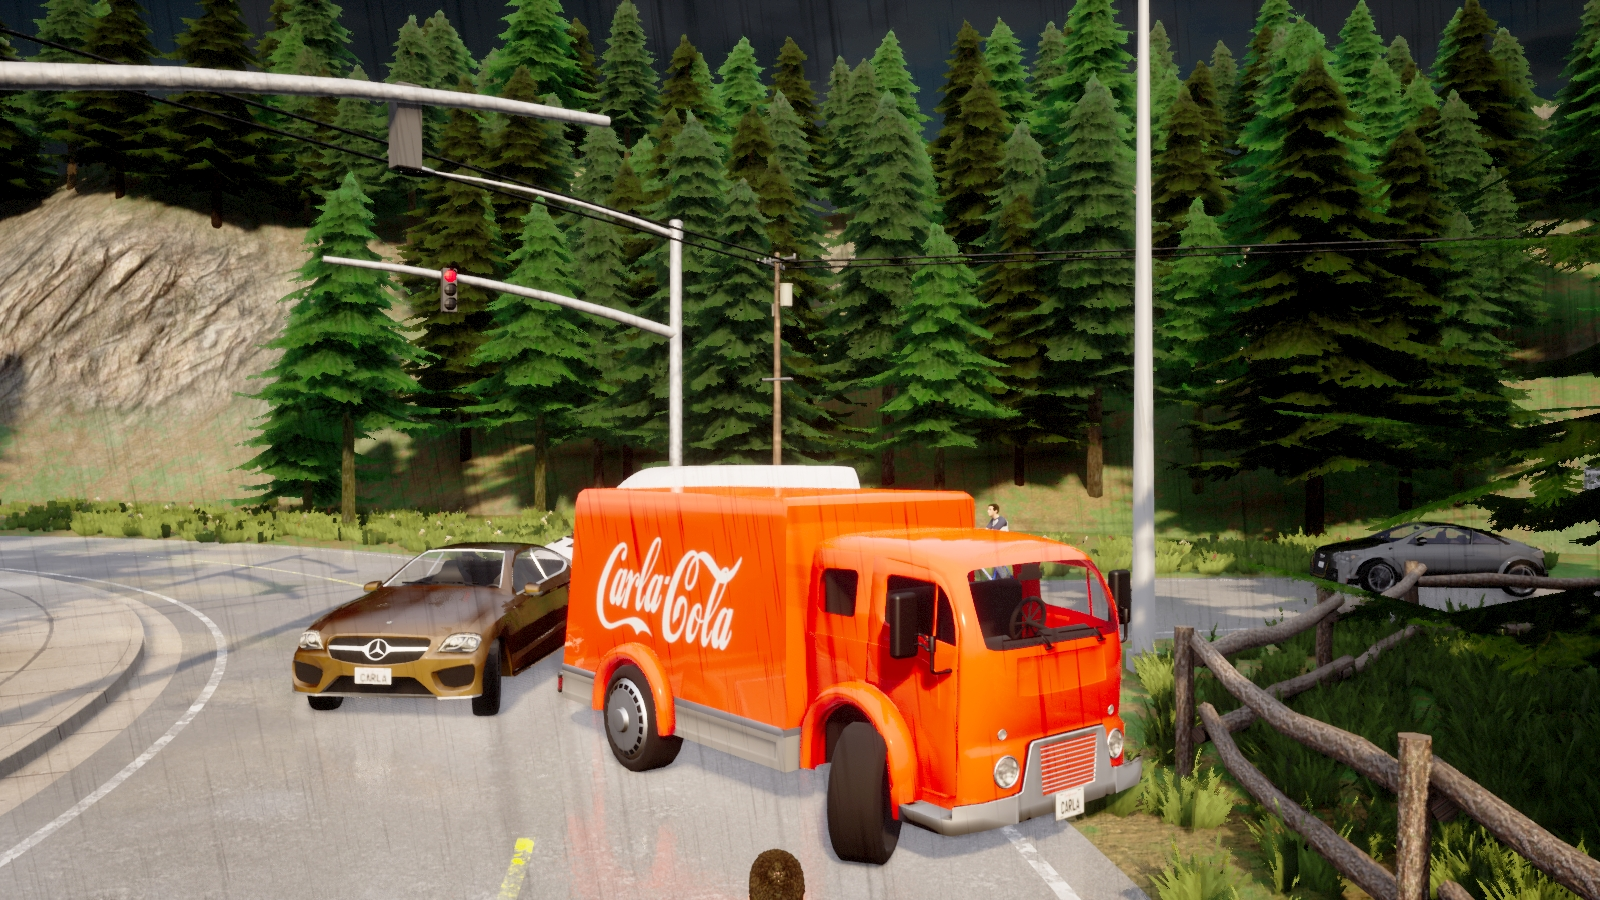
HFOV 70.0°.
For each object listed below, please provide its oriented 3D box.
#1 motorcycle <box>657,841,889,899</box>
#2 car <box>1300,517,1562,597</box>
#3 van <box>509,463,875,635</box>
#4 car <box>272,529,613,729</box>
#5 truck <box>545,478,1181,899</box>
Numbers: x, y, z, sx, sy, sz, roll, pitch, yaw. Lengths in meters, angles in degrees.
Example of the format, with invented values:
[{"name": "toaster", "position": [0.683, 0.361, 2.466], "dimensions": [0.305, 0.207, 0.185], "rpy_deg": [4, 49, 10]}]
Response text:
[{"name": "motorcycle", "position": [-0.074, 2.159, 3.526], "dimensions": [0.803, 1.199, 2.033], "rpy_deg": [0, 0, -2]}, {"name": "car", "position": [12.589, 2.119, 23.051], "dimensions": [4.181, 1.385, 1.994], "rpy_deg": [0, 0, 6]}, {"name": "van", "position": [-1.776, 1.528, 19.549], "dimensions": [5.915, 2.561, 1.988], "rpy_deg": [0, 0, -27]}, {"name": "car", "position": [-4.038, 1.970, 14.038], "dimensions": [2.152, 1.651, 5.027], "rpy_deg": [0, 0, 6]}, {"name": "truck", "position": [0.202, 1.542, 9.769], "dimensions": [2.627, 2.467, 5.204], "rpy_deg": [0, 0, -39]}]
